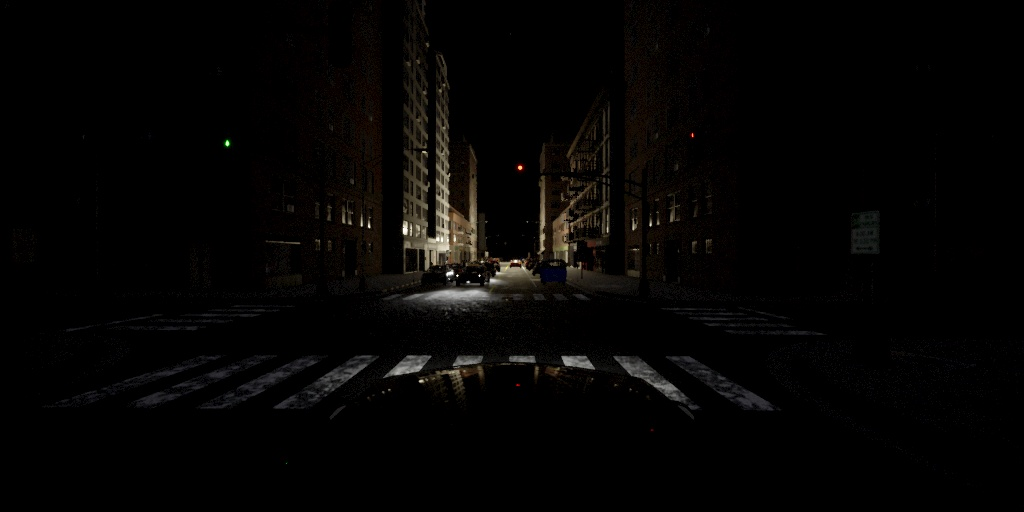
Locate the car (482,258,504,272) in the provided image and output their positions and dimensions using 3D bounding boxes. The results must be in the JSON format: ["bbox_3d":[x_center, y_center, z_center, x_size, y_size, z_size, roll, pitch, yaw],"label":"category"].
[{"bbox_3d":[-2.464,1.309,45.193,1.994,1.385,4.181,0,0,1],"label":"car"}]

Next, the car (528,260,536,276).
[{"bbox_3d":[2.939,1.329,36.720,1.802,1.307,4.207,0,0,1],"label":"car"}]

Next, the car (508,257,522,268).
[{"bbox_3d":[0.602,1.336,59.039,1.895,1.301,4.718,0,0,1],"label":"car"}]

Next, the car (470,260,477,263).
[{"bbox_3d":[-4.987,1.269,47.977,1.751,1.417,4.829,0,0,1],"label":"car"}]

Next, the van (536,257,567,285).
[{"bbox_3d":[2.840,1.089,25.358,1.690,1.789,3.998,0,0,1],"label":"van"}]

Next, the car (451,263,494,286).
[{"bbox_3d":[-2.658,1.349,25.127,1.895,1.301,4.718,0,0,4],"label":"car"}]

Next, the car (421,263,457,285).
[{"bbox_3d":[-5.185,1.299,25.419,2.007,1.370,4.403,0,0,1],"label":"car"}]

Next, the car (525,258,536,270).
[{"bbox_3d":[3.039,1.325,48.082,1.802,1.307,4.207,0,0,1],"label":"car"}]

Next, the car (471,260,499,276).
[{"bbox_3d":[-2.558,1.348,35.139,1.895,1.301,4.718,0,0,0],"label":"car"}]

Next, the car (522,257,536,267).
[{"bbox_3d":[3.089,1.054,53.764,2.192,1.841,5.009,0,0,1],"label":"car"}]
